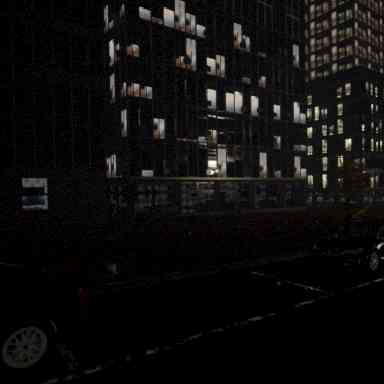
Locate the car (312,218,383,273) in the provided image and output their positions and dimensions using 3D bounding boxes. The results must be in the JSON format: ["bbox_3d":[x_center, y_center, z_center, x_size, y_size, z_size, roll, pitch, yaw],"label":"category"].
[{"bbox_3d":[5.595,1.548,10.537,4.403,1.369,2.008,0,-1,-35],"label":"car"}]

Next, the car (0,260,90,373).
[{"bbox_3d":[-3.579,1.545,4.024,4.507,1.381,1.887,0,-1,-35],"label":"car"}]
